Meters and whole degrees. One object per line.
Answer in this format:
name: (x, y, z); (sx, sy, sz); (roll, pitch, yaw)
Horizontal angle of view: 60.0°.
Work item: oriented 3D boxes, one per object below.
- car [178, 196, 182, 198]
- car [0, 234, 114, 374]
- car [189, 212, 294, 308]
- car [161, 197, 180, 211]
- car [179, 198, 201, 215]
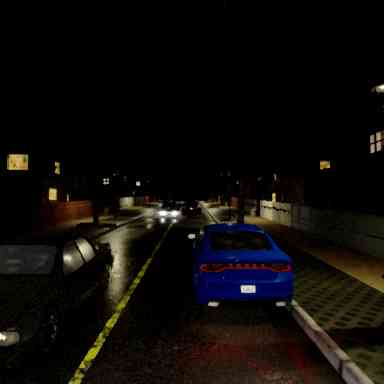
car: (-2.993, 1.718, 82.760); (1.994, 1.385, 4.181); (0, 0, 0)
car: (-2.867, 1.554, 6.261); (2.033, 1.411, 5.357); (0, 0, 0)
car: (0.940, 1.487, 8.081); (1.882, 1.535, 5.008); (0, 0, 0)
car: (-2.874, 1.657, 42.442); (1.895, 1.301, 4.718); (0, 0, 0)
car: (-0.033, 1.609, 34.775); (1.994, 1.385, 4.181); (0, 0, 1)
